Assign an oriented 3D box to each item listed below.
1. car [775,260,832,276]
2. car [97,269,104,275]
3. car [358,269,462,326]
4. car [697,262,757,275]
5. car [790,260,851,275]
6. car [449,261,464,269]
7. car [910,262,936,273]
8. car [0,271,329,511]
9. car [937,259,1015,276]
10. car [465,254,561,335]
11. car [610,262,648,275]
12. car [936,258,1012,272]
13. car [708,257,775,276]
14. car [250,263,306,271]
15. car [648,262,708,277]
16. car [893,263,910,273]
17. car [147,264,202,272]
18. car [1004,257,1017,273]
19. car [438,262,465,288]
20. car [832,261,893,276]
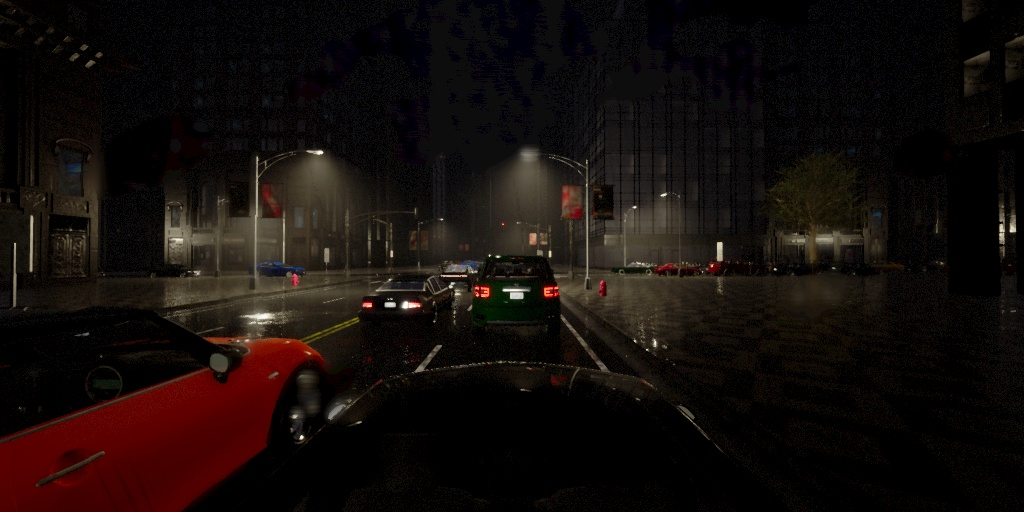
[{"bbox_3d":[26.643,1.276,33.478,4.313,1.339,1.948,0,0,-1],"label":"car"},{"bbox_3d":[-43.366,1.525,35.471,4.892,1.490,1.837,0,-1,0],"label":"car"},{"bbox_3d":[-3.121,1.307,11.705,2.033,1.411,5.357,0,0,0],"label":"car"},{"bbox_3d":[23.461,1.335,39.214,5.357,1.411,2.033,0,-1,-1],"label":"car"},{"bbox_3d":[33.763,1.251,39.341,4.902,1.511,2.128,0,-1,-1],"label":"car"},{"bbox_3d":[-9.716,1.571,63.168,1.812,1.442,4.674,0,0,1],"label":"car"},{"bbox_3d":[49.084,1.326,42.316,4.313,1.339,1.948,0,0,-1],"label":"car"},{"bbox_3d":[-3.147,1.102,2.293,2.097,1.767,4.553,0,0,0],"label":"car"},{"bbox_3d":[43.557,1.214,33.714,4.507,1.381,1.888,0,0,-1],"label":"car"},{"bbox_3d":[0.114,0.979,10.620,2.150,2.045,5.566,0,0,0],"label":"car"},{"bbox_3d":[13.211,1.422,39.067,4.718,1.301,1.895,0,-1,0],"label":"car"},{"bbox_3d":[46.784,1.198,36.334,4.892,1.490,1.837,0,-1,-1],"label":"car"},{"bbox_3d":[21.006,1.041,33.400,5.009,1.841,2.192,0,0,-1],"label":"car"},{"bbox_3d":[-23.041,1.407,35.416,5.008,1.535,1.882,0,-1,0],"label":"car"},{"bbox_3d":[15.367,1.327,33.322,4.207,1.307,1.802,0,0,-1],"label":"car"},{"bbox_3d":[43.274,1.296,42.235,4.829,1.417,1.751,0,0,-1],"label":"car"},{"bbox_3d":[-33.296,1.502,35.439,4.674,1.442,1.812,0,-1,0],"label":"car"},{"bbox_3d":[49.195,0.973,33.792,5.009,1.841,2.192,0,0,-1],"label":"car"},{"bbox_3d":[-3.123,1.280,21.442,2.128,1.511,4.902,0,0,0],"label":"car"},{"bbox_3d":[32.280,1.260,33.556,4.313,1.339,1.948,0,0,-1],"label":"car"}]
